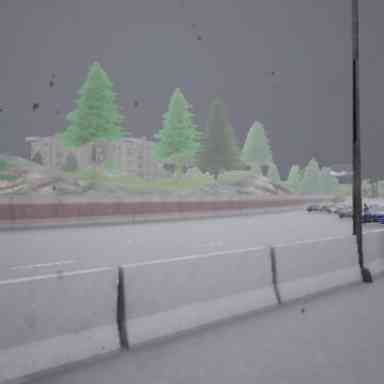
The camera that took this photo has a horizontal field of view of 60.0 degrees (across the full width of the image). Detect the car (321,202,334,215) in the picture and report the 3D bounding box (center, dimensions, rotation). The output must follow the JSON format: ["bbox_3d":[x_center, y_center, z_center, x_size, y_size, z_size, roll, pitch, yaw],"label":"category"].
[{"bbox_3d":[17.805,1.952,40.324,2.128,1.511,4.902,-1,-1,39],"label":"car"}]

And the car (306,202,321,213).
[{"bbox_3d":[17.232,2.075,45.173,2.033,1.411,5.357,-1,-1,38],"label":"car"}]

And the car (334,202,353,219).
[{"bbox_3d":[15.960,1.871,32.710,1.837,1.490,4.892,-1,0,42],"label":"car"}]

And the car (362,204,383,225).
[{"bbox_3d":[14.929,1.767,26.423,1.882,1.535,5.008,-1,-1,44],"label":"car"}]
